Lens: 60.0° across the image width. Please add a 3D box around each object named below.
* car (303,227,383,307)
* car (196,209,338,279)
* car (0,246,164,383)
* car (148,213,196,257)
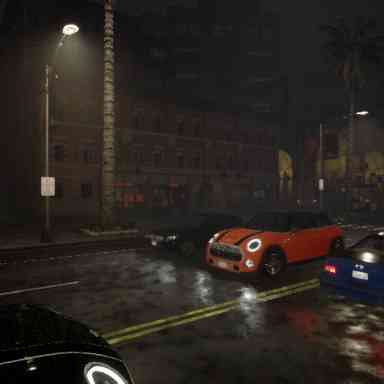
[{"bbox_3d":[5.077,1.547,7.460,5.357,1.411,2.033,0,0,-35],"label":"car"},{"bbox_3d":[2.638,1.352,10.218,4.553,1.767,2.097,0,0,-36],"label":"car"},{"bbox_3d":[-2.556,1.352,1.868,4.553,1.767,2.097,0,0,-36],"label":"car"},{"bbox_3d":[0.558,1.526,13.033,4.674,1.442,1.812,0,0,-36],"label":"car"}]
